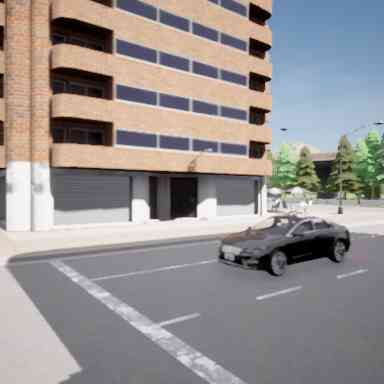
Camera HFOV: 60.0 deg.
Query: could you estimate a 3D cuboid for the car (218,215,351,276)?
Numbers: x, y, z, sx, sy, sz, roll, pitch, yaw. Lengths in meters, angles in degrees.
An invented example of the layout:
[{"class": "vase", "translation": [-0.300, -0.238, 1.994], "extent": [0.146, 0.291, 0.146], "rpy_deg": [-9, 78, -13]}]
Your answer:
[{"class": "car", "translation": [3.012, 1.489, 10.400], "extent": [4.902, 1.511, 2.128], "rpy_deg": [0, 0, -35]}]
